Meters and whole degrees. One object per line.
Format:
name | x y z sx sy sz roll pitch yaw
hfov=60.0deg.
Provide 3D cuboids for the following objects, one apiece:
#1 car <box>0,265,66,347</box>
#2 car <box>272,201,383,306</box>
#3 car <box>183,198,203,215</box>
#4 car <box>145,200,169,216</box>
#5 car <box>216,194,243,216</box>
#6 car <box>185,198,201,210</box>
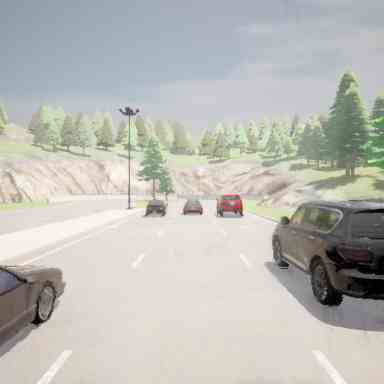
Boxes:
car | -3.401 1.547 4.074 2.033 1.411 5.357 0 0 0
car | 3.601 1.222 8.166 2.150 2.045 5.566 0 0 0
car | 0.097 1.564 34.302 1.994 1.385 4.181 0 0 0
car | -3.400 1.506 32.491 1.837 1.490 4.892 0 0 0
car | 3.601 1.219 32.271 2.150 2.045 5.566 0 0 0
car | 0.137 1.548 43.594 2.033 1.411 5.357 0 0 1
